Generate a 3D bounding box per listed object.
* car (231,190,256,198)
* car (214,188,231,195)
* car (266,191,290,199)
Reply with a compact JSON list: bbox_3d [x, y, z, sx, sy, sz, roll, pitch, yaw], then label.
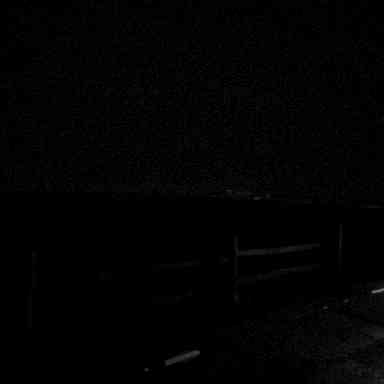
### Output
[{"bbox_3d":[10.541,0.456,65.574,1.812,1.442,4.674,-3,3,-35],"label":"car"},{"bbox_3d":[7.016,-0.224,75.320,2.097,1.767,4.553,-3,3,-35],"label":"car"},{"bbox_3d":[16.114,0.493,62.484,2.128,1.511,4.902,-3,3,-35],"label":"car"}]
